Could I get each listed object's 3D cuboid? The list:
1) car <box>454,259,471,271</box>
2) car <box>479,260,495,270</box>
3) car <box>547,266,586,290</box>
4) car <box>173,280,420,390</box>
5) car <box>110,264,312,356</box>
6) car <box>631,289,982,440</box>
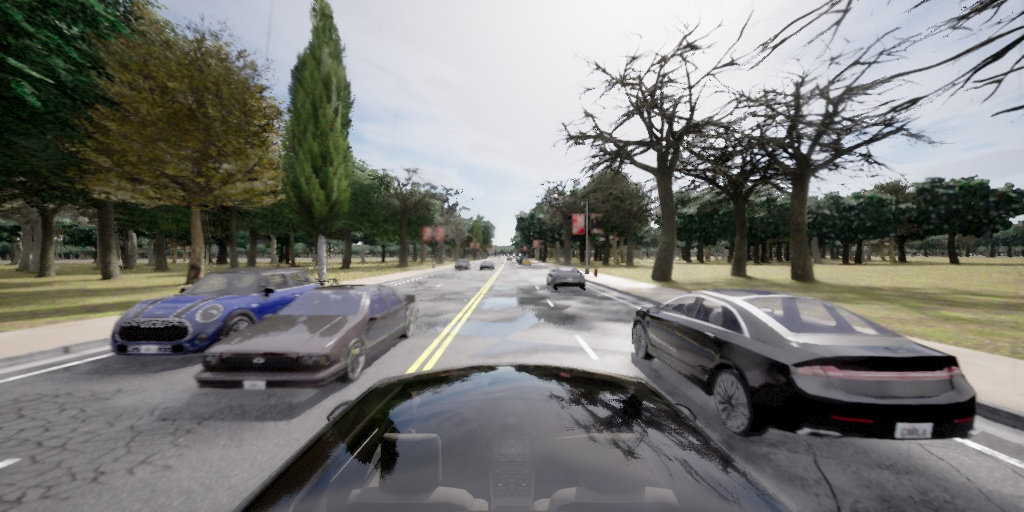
[{"bbox_3d":[-6.699,1.237,49.176,1.837,1.490,4.892,0,0,0],"label":"car"},{"bbox_3d":[-3.439,1.296,50.164,1.994,1.385,4.181,0,0,0],"label":"car"},{"bbox_3d":[3.325,1.310,22.527,1.994,1.385,4.181,0,0,0],"label":"car"},{"bbox_3d":[-3.354,1.296,7.336,2.033,1.411,5.357,0,0,0],"label":"car"},{"bbox_3d":[-6.603,1.101,8.766,2.097,1.767,4.553,0,0,0],"label":"car"},{"bbox_3d":[3.348,1.241,5.415,2.128,1.511,4.902,0,0,0],"label":"car"}]
